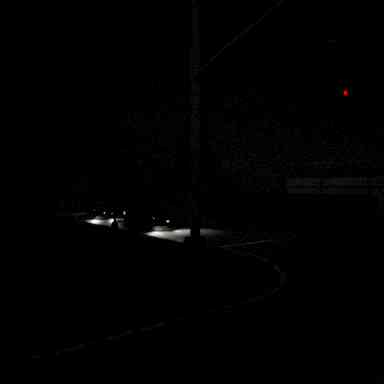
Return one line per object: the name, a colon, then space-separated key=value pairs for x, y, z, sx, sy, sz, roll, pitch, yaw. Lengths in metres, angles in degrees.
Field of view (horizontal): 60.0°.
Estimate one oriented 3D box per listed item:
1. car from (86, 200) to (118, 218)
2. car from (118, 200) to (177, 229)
car: x=-8.386 y=1.505 z=30.084 sx=1.837 sy=1.490 sz=4.892 roll=0 pitch=0 yaw=-26
car: x=-2.860 y=1.505 z=21.838 sx=1.837 sy=1.490 sz=4.892 roll=0 pitch=0 yaw=-36
